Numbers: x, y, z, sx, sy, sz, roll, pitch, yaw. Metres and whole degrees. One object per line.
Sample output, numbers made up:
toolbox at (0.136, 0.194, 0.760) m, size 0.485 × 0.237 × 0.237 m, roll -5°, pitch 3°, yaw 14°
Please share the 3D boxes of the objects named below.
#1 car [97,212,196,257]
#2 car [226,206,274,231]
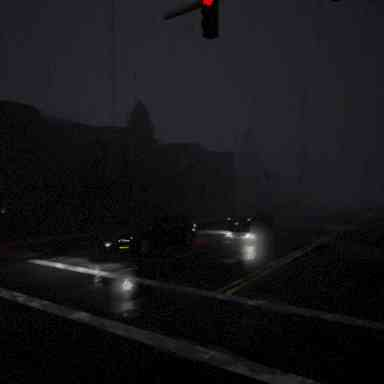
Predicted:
car at (-1.660, 1.632, 13.785) m, size 1.837 × 1.490 × 4.892 m, roll -1°, pitch -1°, yaw 33°
car at (4.031, 1.684, 22.383) m, size 1.812 × 1.442 × 4.674 m, roll -1°, pitch -1°, yaw 34°
